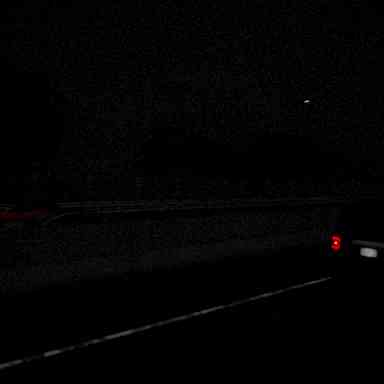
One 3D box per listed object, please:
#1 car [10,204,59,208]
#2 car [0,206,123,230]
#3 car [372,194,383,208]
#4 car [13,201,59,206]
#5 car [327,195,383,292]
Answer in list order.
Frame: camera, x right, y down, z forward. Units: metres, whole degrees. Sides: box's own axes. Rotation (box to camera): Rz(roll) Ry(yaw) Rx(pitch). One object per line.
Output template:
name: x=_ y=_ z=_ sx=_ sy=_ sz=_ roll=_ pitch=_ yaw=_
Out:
car: x=-6.480 y=1.526 z=16.567 sx=5.357 sy=1.411 sz=2.033 roll=0 pitch=0 yaw=-35
car: x=-5.081 y=1.474 z=13.265 sx=4.902 sy=1.511 sz=2.128 roll=0 pitch=0 yaw=-35
car: x=26.128 y=1.135 z=44.078 sx=4.553 sy=1.767 sz=2.097 roll=0 pitch=0 yaw=-35
car: x=-9.451 y=1.336 z=18.747 sx=4.553 sy=1.767 sz=2.097 roll=0 pitch=0 yaw=-35
car: x=5.390 y=1.177 z=7.589 sx=5.566 sy=2.045 sz=2.150 roll=0 pitch=0 yaw=-35
